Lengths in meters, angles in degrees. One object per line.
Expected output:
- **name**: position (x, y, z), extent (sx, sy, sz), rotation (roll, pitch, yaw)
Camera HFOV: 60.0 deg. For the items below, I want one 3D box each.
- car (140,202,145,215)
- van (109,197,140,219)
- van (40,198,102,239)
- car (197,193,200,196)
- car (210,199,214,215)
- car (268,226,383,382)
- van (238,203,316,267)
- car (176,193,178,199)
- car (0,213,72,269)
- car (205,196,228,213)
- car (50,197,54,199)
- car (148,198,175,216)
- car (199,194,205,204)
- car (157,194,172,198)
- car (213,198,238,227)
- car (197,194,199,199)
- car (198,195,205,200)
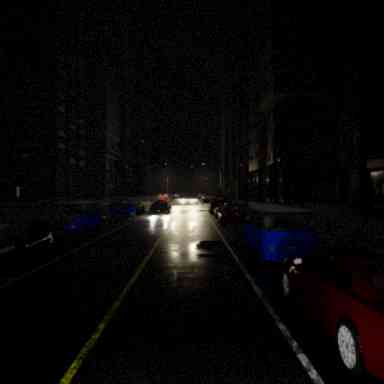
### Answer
- **car**: position (-5.777, 1.504, 33.626), extent (1.752, 1.417, 4.829), rotation (0, 0, 0)
- **van**: position (-5.775, 1.323, 28.118), extent (1.690, 1.788, 3.998), rotation (0, 0, 0)
- **van**: position (-5.771, 1.329, 16.764), extent (1.690, 1.788, 3.998), rotation (0, 0, 0)
- **car**: position (2.732, 1.510, 77.705), extent (1.887, 1.381, 4.507), rotation (0, 0, 0)
- **car**: position (2.750, 1.564, 28.132), extent (1.802, 1.307, 4.206), rotation (0, 0, 0)
- **car**: position (2.758, 1.541, 5.421), extent (1.887, 1.381, 4.507), rotation (0, 0, 0)
- **van**: position (2.756, 1.333, 11.099), extent (1.690, 1.788, 3.998), rotation (0, 0, 0)
- **car**: position (-5.799, 1.405, 94.614), extent (1.967, 1.590, 4.097), rotation (0, 0, 0)
- **car**: position (-5.769, 1.574, 11.086), extent (1.802, 1.307, 4.206), rotation (0, 0, 0)
- **car**: position (2.748, 1.294, 33.809), extent (2.192, 1.841, 5.009), rotation (0, 0, 0)
- **car**: position (-18.223, 1.534, 45.728), extent (5.008, 1.535, 1.882), rotation (1, 0, 0)
- **car**: position (-3.063, 1.544, 32.689), extent (1.994, 1.385, 4.181), rotation (0, 0, 0)
- **car**: position (2.738, 1.519, 60.782), extent (2.008, 1.369, 4.403), rotation (0, 0, 0)
- **car**: position (-5.789, 1.282, 66.410), extent (2.192, 1.841, 5.009), rotation (0, 0, 0)
- **car**: position (2.752, 1.425, 22.454), extent (1.967, 1.590, 4.097), rotation (0, 0, 0)
- **car**: position (2.734, 1.517, 72.064), extent (2.008, 1.369, 4.403), rotation (0, 0, 0)
- **car**: position (2.726, 1.547, 94.626), extent (1.802, 1.307, 4.206), rotation (0, 0, 0)
